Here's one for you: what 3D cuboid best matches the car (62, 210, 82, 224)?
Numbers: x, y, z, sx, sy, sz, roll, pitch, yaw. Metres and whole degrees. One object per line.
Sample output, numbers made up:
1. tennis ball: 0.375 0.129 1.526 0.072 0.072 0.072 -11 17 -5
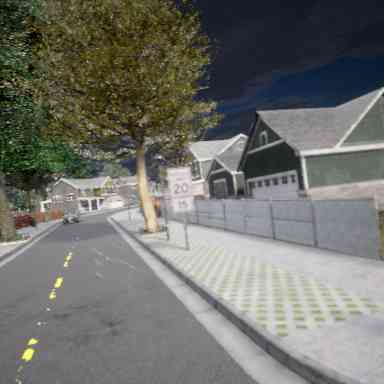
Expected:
1. car: -14.982 3.087 41.634 2.128 1.511 4.902 -7 1 -14
